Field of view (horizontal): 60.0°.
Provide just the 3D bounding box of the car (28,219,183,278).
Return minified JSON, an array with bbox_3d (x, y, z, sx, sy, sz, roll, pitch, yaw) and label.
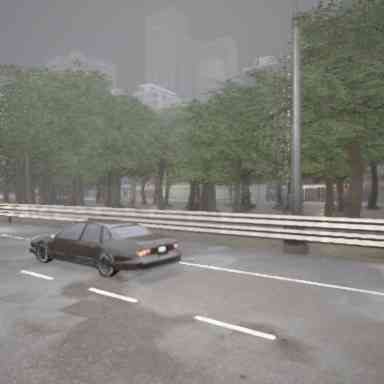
[{"bbox_3d":[-2.829,1.548,10.189,5.357,1.411,2.033,0,0,36],"label":"car"}]
